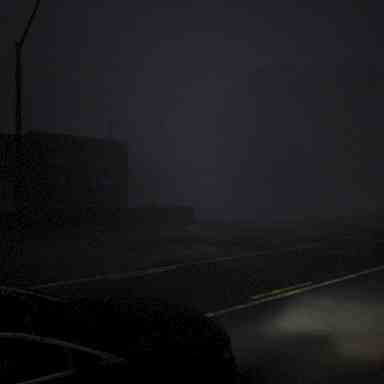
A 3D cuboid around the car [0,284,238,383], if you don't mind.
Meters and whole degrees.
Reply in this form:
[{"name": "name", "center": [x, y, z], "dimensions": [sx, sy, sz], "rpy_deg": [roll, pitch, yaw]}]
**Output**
[{"name": "car", "center": [-1.801, 1.492, 2.471], "dimensions": [4.902, 1.511, 2.128], "rpy_deg": [0, 0, -35]}]
